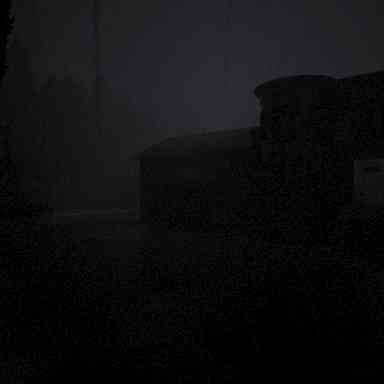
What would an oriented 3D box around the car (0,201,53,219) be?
[{"bbox_3d":[-14.696,1.513,29.215,2.128,1.511,4.902,0,0,36],"label":"car"}]
